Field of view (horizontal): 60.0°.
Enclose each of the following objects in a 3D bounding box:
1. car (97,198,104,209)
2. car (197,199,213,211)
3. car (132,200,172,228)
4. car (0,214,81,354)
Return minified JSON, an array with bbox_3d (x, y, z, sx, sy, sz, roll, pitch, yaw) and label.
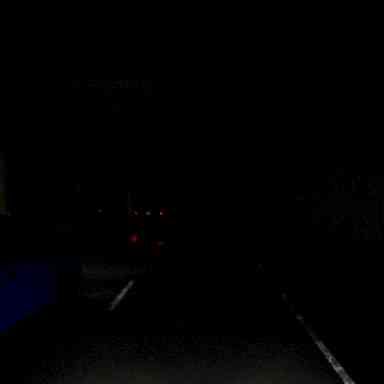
[{"bbox_3d":[-12.531,1.531,43.212,1.994,1.385,4.181,0,0,2],"label":"car"},{"bbox_3d":[1.591,1.557,41.154,2.033,1.411,5.357,0,0,2],"label":"car"},{"bbox_3d":[-2.601,1.347,22.568,2.097,1.767,4.553,0,0,2],"label":"car"},{"bbox_3d":[-3.247,1.213,4.033,2.150,2.045,5.566,0,0,1],"label":"car"}]
